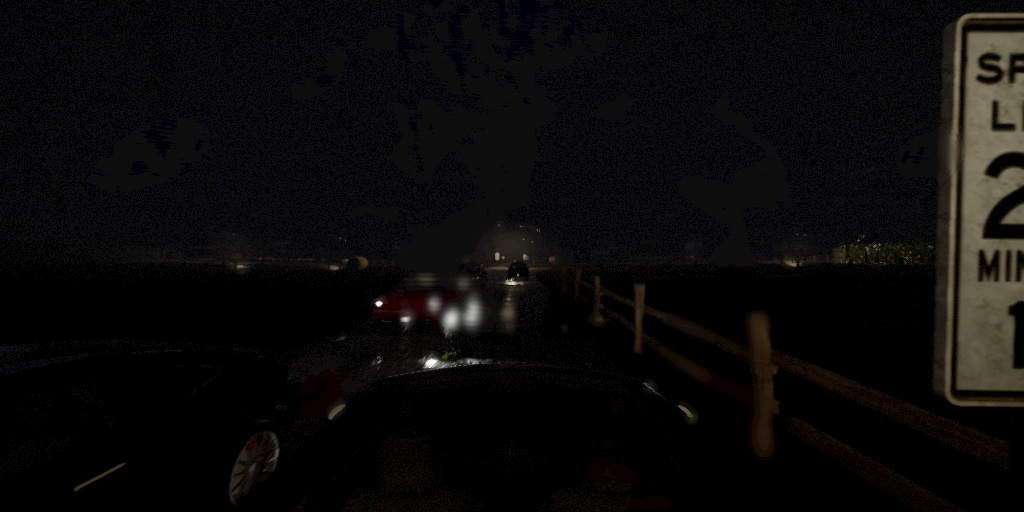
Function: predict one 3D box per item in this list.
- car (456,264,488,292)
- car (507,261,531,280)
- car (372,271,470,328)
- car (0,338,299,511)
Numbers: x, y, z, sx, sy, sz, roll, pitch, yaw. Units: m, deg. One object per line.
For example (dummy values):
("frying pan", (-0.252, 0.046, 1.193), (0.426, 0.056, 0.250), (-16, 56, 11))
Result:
("car", (-2.509, 1.251, 21.759), (2.128, 1.511, 4.902), (1, 0, 1))
("car", (0.580, 1.333, 32.346), (1.837, 1.490, 4.892), (1, 0, 1))
("car", (-2.705, 1.334, 11.460), (1.895, 1.301, 4.718), (1, 0, 1))
("car", (-2.884, 1.240, 1.498), (1.812, 1.442, 4.674), (1, 0, 1))
